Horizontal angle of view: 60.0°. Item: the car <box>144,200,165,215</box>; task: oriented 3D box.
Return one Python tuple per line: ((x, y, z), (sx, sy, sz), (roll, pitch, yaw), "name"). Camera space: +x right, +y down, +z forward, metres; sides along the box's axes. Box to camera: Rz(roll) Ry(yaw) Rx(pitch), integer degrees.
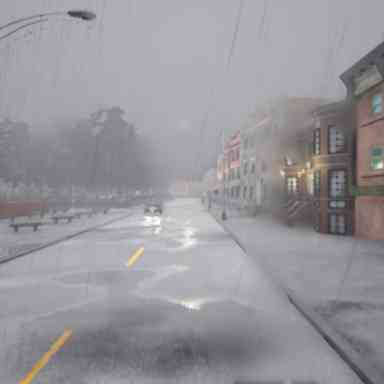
((-4.038, 1.614, 36.156), (2.128, 1.511, 4.902), (0, 0, 0), "car")
